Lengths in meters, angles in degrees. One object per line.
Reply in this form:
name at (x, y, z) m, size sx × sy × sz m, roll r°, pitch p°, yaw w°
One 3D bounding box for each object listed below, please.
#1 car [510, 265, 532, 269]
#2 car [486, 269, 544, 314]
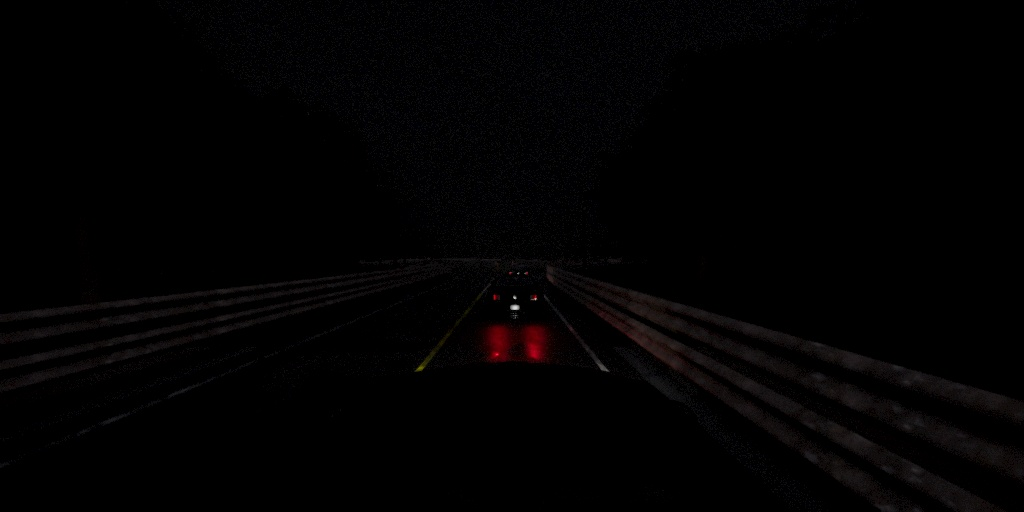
car at (0.758, 1.382, 29.827) m, size 1.895 × 1.301 × 4.718 m, roll 0°, pitch 0°, yaw 6°
car at (0.105, 1.365, 13.743) m, size 1.895 × 1.301 × 4.718 m, roll 0°, pitch 0°, yaw 0°
